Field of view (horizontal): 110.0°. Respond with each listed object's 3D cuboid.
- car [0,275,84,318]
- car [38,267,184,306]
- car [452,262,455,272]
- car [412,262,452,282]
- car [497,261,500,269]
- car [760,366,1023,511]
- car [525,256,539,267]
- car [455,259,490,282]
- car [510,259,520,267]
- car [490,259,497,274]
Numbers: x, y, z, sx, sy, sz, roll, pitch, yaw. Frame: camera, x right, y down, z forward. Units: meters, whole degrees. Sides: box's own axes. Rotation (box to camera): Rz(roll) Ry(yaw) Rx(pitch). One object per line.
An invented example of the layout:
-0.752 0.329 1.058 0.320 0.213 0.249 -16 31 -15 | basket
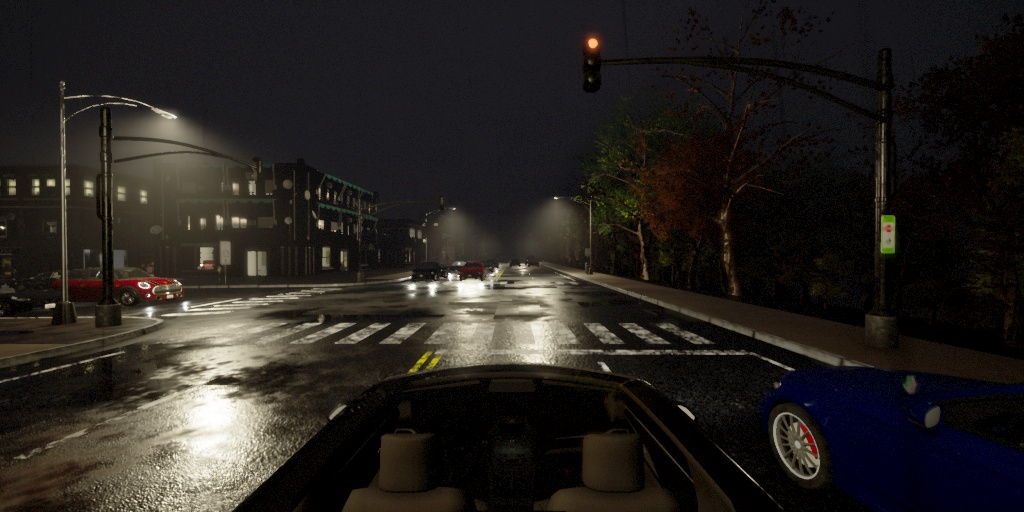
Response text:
-19.858 1.565 13.767 4.313 1.339 1.948 0 0 1 | car
-17.994 1.302 16.484 4.553 1.767 2.097 -1 1 0 | car
-6.279 1.337 42.733 1.895 1.301 4.718 0 0 1 | car
-6.621 1.220 29.324 1.882 1.535 5.008 0 0 4 | car
-2.929 1.237 54.233 1.837 1.490 4.892 0 0 1 | car
3.355 1.276 1.587 1.812 1.442 4.674 0 0 1 | car
3.835 1.204 64.653 1.882 1.535 5.008 0 0 1 | car
-3.132 1.220 29.412 1.882 1.535 5.008 0 0 1 | car
0.585 1.231 64.812 1.837 1.490 4.892 0 0 0 | car
-3.038 1.262 41.539 1.812 1.442 4.674 0 0 1 | car
